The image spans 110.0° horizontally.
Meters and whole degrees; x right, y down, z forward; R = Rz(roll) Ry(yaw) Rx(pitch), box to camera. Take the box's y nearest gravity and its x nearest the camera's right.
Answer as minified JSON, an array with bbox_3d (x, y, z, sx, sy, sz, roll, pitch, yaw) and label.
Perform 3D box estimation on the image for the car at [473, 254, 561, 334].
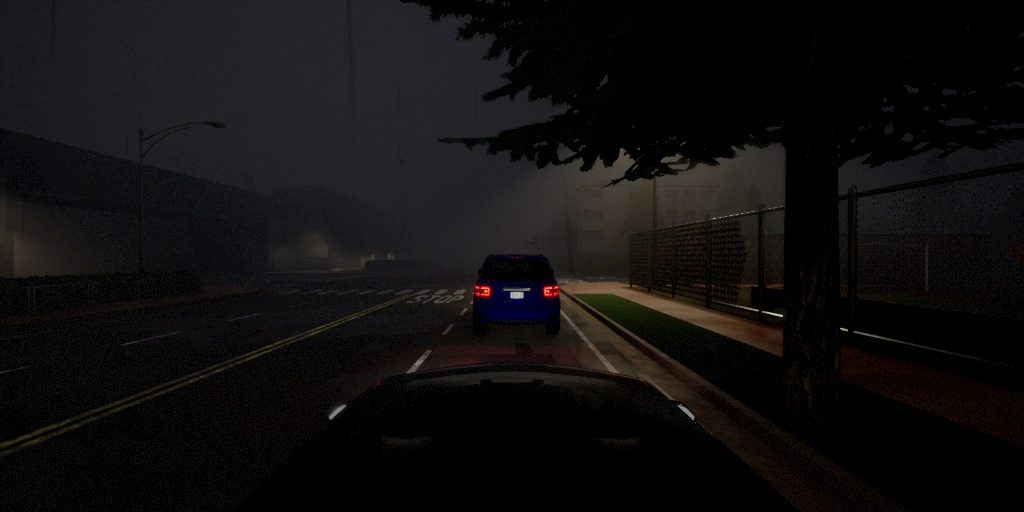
[{"bbox_3d":[0.117,0.972,10.707,2.150,2.045,5.566,0,0,0],"label":"car"}]

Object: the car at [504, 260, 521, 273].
[{"bbox_3d":[0.032,1.242,45.583,2.128,1.511,4.902,0,0,0],"label":"car"}]
